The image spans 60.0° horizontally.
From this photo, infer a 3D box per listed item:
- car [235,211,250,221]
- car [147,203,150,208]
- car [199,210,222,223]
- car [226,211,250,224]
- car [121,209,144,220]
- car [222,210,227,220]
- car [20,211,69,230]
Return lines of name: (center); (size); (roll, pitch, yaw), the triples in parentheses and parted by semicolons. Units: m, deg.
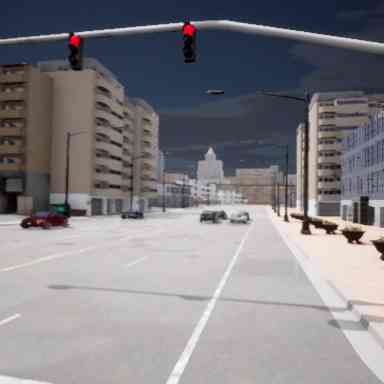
car: (7.858, 3.653, 51.702); (1.994, 1.385, 4.181); (1, -2, 12)
car: (-13.316, 3.879, 94.687); (1.970, 1.475, 3.806); (1, 0, 12)
car: (2.149, 3.059, 41.230); (1.837, 1.490, 4.892); (1, -2, 12)
car: (5.772, 3.242, 41.436); (1.895, 1.301, 4.718); (1, -2, 12)
car: (-7.947, 3.034, 44.662); (1.994, 1.385, 4.181); (1, -2, 12)
car: (4.267, 3.500, 51.642); (2.128, 1.511, 4.902); (1, -2, 12)
car: (-11.735, 2.247, 26.732); (1.994, 1.385, 4.181); (1, -2, 12)
